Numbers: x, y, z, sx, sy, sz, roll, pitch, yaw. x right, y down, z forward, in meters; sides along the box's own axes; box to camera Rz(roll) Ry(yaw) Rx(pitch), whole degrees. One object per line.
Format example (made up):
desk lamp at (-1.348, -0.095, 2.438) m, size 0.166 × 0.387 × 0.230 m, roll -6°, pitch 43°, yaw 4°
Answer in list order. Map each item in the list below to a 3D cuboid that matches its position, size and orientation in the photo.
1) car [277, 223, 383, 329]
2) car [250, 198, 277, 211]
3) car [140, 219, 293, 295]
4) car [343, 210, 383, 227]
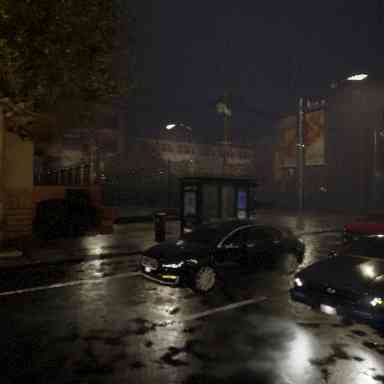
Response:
car at (4.443, 1.575, 7.056) m, size 5.357 × 1.411 × 2.033 m, roll 0°, pitch 0°, yaw -35°
car at (8.673, 1.595, 43.166) m, size 2.097 × 1.535 × 5.008 m, roll 0°, pitch 0°, yaw -35°
car at (0.993, 1.528, 8.916) m, size 4.892 × 1.490 × 1.837 m, roll 1°, pitch 0°, yaw -35°
car at (8.365, 1.531, 14.172) m, size 5.008 × 1.535 × 1.882 m, roll 0°, pitch 0°, yaw -35°
